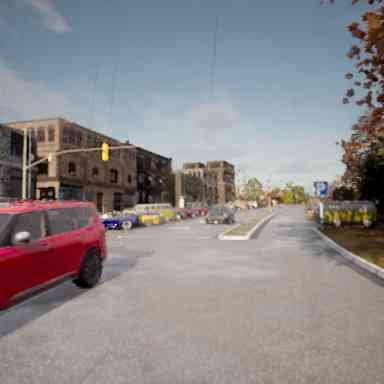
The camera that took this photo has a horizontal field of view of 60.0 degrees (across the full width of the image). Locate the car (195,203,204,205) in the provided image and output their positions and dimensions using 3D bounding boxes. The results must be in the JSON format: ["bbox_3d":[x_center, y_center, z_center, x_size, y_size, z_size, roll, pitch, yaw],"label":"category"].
[{"bbox_3d":[0.390,2.913,50.312,4.674,1.452,2.002,-2,-2,-2],"label":"car"}]

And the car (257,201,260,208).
[{"bbox_3d":[14.766,3.533,90.003,5.566,2.045,2.435,-2,-2,1],"label":"car"}]

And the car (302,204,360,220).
[{"bbox_3d":[14.628,2.127,35.134,5.366,1.575,1.946,0,-1,-3],"label":"car"}]

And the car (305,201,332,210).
[{"bbox_3d":[25.122,2.714,66.040,4.553,1.767,2.185,-1,-2,0],"label":"car"}]

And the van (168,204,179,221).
[{"bbox_3d":[-3.940,2.294,35.902,4.442,1.987,1.878,-2,-2,-4],"label":"van"}]

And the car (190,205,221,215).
[{"bbox_3d":[2.276,3.010,56.058,5.008,1.535,2.097,-2,-2,-2],"label":"car"}]

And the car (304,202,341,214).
[{"bbox_3d":[19.293,2.334,49.267,4.553,1.767,2.185,0,-1,-1],"label":"car"}]

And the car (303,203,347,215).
[{"bbox_3d":[18.524,2.390,46.463,5.366,1.575,1.946,0,-2,-2],"label":"car"}]

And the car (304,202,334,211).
[{"bbox_3d":[24.125,2.777,63.255,5.008,1.535,2.097,-1,-2,0],"label":"car"}]

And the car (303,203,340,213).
[{"bbox_3d":[20.197,2.524,52.077,5.008,1.535,2.097,0,-2,-1],"label":"car"}]

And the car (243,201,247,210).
[{"bbox_3d":[9.237,3.473,75.940,5.366,1.575,1.946,-2,-2,0],"label":"car"}]

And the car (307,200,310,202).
[{"bbox_3d":[17.399,2.204,43.640,4.553,1.767,2.185,0,-2,-2],"label":"car"}]

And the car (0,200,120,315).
[{"bbox_3d":[-3.690,1.218,6.515,2.150,2.045,5.566,0,0,13],"label":"car"}]

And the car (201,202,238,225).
[{"bbox_3d":[2.678,2.110,31.115,2.097,1.767,4.553,-2,-2,16],"label":"car"}]

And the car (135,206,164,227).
[{"bbox_3d":[-5.515,2.371,30.090,5.366,1.575,1.946,-2,-2,-5],"label":"car"}]

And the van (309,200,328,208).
[{"bbox_3d":[33.495,3.106,88.270,4.442,1.987,1.878,-1,-1,1],"label":"van"}]

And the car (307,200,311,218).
[{"bbox_3d":[13.113,1.869,29.470,4.553,1.767,2.185,0,-2,-4],"label":"car"}]

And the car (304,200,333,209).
[{"bbox_3d":[28.315,2.773,74.382,5.566,2.045,2.435,-1,-2,1],"label":"car"}]

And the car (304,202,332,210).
[{"bbox_3d":[27.049,2.961,71.592,5.366,1.575,1.946,-1,-1,1],"label":"car"}]

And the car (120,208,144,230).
[{"bbox_3d":[-6.663,2.349,27.253,4.792,1.488,2.163,-2,-2,-5],"label":"car"}]

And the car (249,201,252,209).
[{"bbox_3d":[11.537,3.626,81.571,4.792,1.488,2.163,-2,-2,1],"label":"car"}]

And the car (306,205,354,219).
[{"bbox_3d":[15.667,2.237,37.984,4.674,1.452,2.002,0,-2,-3],"label":"car"}]

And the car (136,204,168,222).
[{"bbox_3d":[-4.919,2.327,32.985,4.553,1.767,2.185,-2,-2,-4],"label":"car"}]

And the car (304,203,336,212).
[{"bbox_3d":[22.169,2.681,57.677,4.792,1.488,2.163,0,-2,0],"label":"car"}]

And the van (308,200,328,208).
[{"bbox_3d":[32.429,3.045,85.489,4.442,1.987,1.878,-1,-1,1],"label":"van"}]

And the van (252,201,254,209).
[{"bbox_3d":[12.753,3.429,84.397,4.442,1.987,1.878,-2,-2,1],"label":"van"}]

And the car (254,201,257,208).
[{"bbox_3d":[13.720,3.721,87.195,5.008,1.535,2.097,-2,-2,1],"label":"car"}]

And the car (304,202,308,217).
[{"bbox_3d":[14.157,2.058,32.323,5.366,1.575,1.946,0,-2,-3],"label":"car"}]

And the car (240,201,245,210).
[{"bbox_3d":[8.354,3.406,73.127,5.008,1.535,2.097,-2,-2,0],"label":"car"}]

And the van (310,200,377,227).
[{"bbox_3d":[12.224,1.700,26.614,4.442,1.987,1.878,0,-1,-4],"label":"van"}]

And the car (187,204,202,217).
[{"bbox_3d":[-1.439,2.775,44.560,4.674,1.452,2.002,-2,-2,-3],"label":"car"}]

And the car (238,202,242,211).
[{"bbox_3d":[7.325,3.342,70.290,4.892,1.521,2.231,-2,-2,0],"label":"car"}]

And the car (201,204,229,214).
[{"bbox_3d":[4.248,3.143,61.763,5.008,1.535,2.097,-2,-2,-1],"label":"car"}]

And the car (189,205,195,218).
[{"bbox_3d":[-2.320,2.704,41.668,4.674,1.452,2.002,-2,-2,-3],"label":"car"}]

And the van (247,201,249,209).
[{"bbox_3d":[10.601,3.303,78.771,4.442,1.987,1.878,-2,-2,1],"label":"van"}]

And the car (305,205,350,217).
[{"bbox_3d":[16.538,2.303,40.813,4.674,1.452,2.002,0,-2,-2],"label":"car"}]

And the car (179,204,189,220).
[{"bbox_3d":[-3.202,2.596,38.783,4.892,1.521,2.231,-2,-2,-4],"label":"car"}]
